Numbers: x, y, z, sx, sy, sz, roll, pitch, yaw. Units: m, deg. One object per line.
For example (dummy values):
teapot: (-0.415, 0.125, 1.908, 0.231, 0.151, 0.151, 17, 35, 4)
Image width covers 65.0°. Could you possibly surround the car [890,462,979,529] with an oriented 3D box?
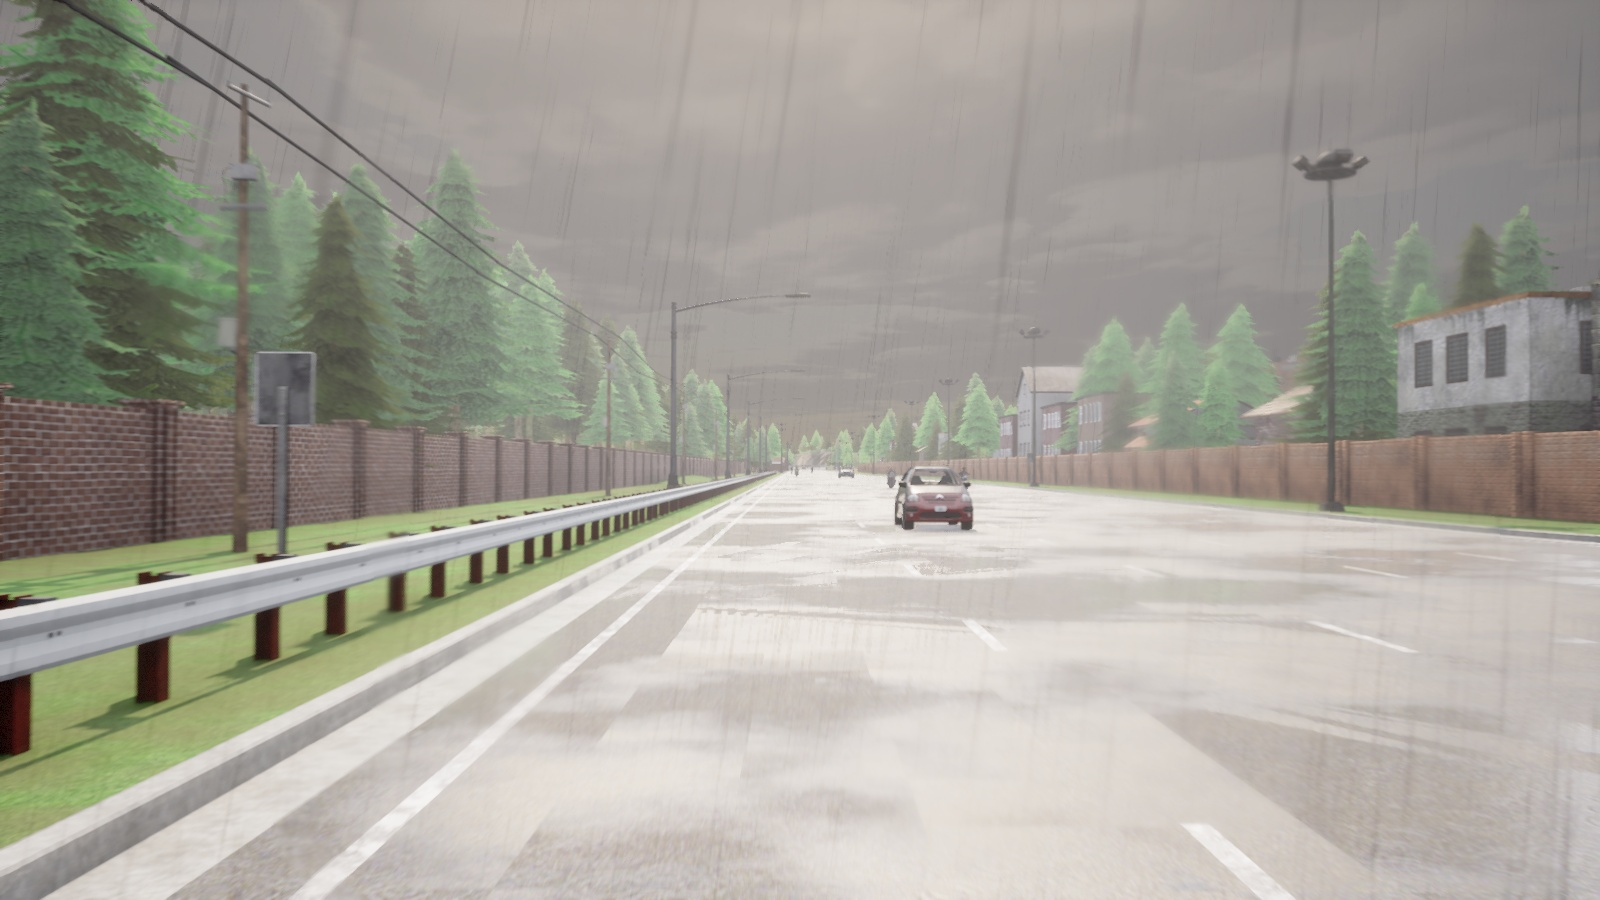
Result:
car: (3.422, 1.132, 32.584, 1.851, 1.617, 3.988, 0, -1, 0)
